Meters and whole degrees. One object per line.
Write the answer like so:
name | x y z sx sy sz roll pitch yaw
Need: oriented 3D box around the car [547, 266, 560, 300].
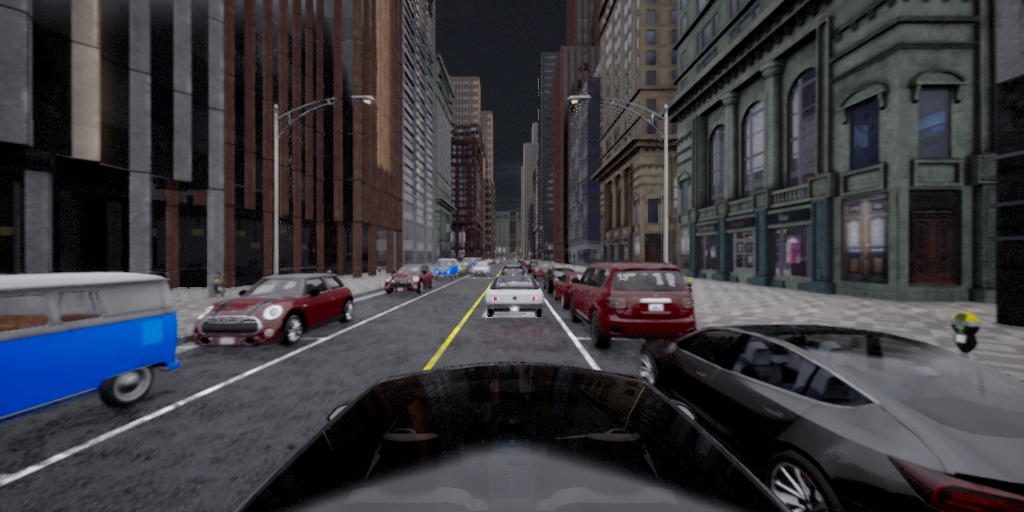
car | 2.760 1.309 14.895 1.888 1.381 4.507 0 0 0

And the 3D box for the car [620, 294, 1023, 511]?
car | 2.762 1.318 3.622 1.948 1.339 4.313 0 0 0

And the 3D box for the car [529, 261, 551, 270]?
car | 2.757 1.221 31.802 1.967 1.591 4.097 0 0 0

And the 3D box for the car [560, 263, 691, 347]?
car | 2.761 1.072 9.258 2.192 1.841 5.009 0 0 0

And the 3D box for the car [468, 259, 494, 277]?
car | -3.102 1.312 36.574 1.812 1.442 4.674 0 0 0

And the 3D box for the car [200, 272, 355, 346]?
car | -5.764 1.197 9.247 1.967 1.591 4.097 0 0 0

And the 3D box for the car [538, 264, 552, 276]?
car | 2.759 1.335 20.531 1.948 1.339 4.313 0 0 0

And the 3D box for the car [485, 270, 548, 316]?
car | 0.091 1.363 13.414 1.895 1.301 4.718 0 0 0

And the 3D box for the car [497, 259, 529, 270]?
car | 0.089 1.271 30.161 2.128 1.511 4.902 0 0 0

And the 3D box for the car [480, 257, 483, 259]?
car | -5.772 1.251 54.340 1.967 1.591 4.097 0 0 0

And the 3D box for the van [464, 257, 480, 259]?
van | -5.771 1.144 48.703 1.690 1.789 3.998 0 0 0

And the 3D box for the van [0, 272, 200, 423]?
van | -5.763 1.093 3.611 1.690 1.789 3.998 0 0 0

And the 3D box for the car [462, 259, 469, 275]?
car | -5.769 1.313 37.261 1.751 1.417 4.829 0 0 0

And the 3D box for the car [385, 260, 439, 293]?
car | -5.766 1.209 20.521 1.967 1.591 4.097 0 0 0

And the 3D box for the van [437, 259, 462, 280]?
van | -5.768 1.122 31.794 1.690 1.789 3.998 0 0 0
